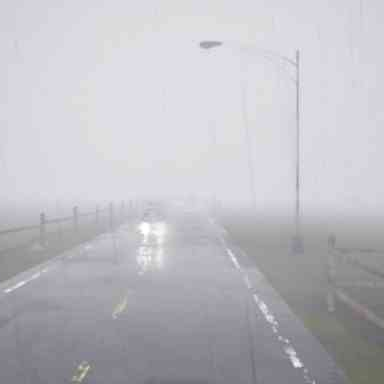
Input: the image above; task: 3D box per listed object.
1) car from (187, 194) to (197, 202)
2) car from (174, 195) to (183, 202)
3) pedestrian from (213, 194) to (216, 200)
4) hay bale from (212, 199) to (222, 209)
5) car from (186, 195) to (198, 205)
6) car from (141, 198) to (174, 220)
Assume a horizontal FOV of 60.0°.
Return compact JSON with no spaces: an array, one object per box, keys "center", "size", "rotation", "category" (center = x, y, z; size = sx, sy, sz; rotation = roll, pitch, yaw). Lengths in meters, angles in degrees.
[{"center":[0.005,1.259,67.044],"size":[1.882,1.535,5.008],"rotation":[0,0,0],"category":"car"},{"center":[-2.755,1.366,66.736],"size":[1.994,1.385,4.181],"rotation":[0,0,0],"category":"car"},{"center":[2.828,1.172,42.737],"size":[0.375,1.860,0.375],"rotation":[1,-1,-2],"category":"pedestrian"},{"center":[3.121,1.514,41.632],"size":[1.220,1.180,1.240],"rotation":[-1,-1,0],"category":"hay bale"},{"center":[0.032,1.426,52.803],"size":[1.895,1.301,4.718],"rotation":[0,0,1],"category":"car"},{"center":[-2.845,1.398,26.548],"size":[2.128,1.511,4.902],"rotation":[0,0,0],"category":"car"}]
